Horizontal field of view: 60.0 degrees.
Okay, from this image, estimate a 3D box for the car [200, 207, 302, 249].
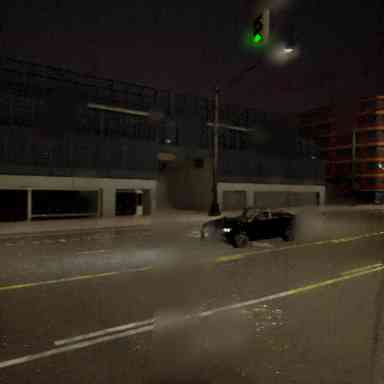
[{"bbox_3d":[2.624,1.415,14.290,4.902,1.511,2.128,0,1,-34],"label":"car"}]
